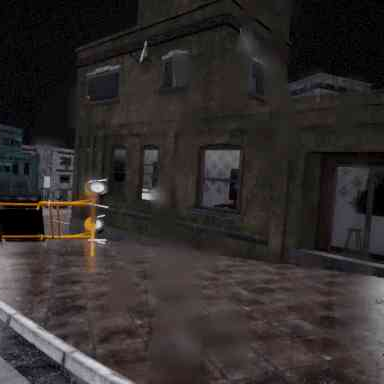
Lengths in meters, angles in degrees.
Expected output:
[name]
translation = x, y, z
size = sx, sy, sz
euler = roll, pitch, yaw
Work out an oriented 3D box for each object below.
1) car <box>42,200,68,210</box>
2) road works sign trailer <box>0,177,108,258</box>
[car]
translation = -21.674, 2.046, 52.347
size = 2.033, 1.411, 5.357
euler = 4, -1, 14
[road works sign trailer]
translation = -4.870, 1.155, 11.785
size = 3.560, 2.380, 2.880
euler = 2, 43, -17
